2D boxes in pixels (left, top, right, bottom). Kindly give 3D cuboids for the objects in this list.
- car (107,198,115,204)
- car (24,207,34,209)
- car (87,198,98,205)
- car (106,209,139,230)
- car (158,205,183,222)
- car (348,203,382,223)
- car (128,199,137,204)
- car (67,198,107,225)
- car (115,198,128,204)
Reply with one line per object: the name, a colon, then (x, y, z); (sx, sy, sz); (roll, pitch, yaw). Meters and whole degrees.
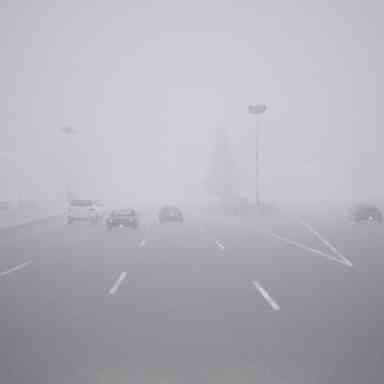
car: (-22.274, 2.471, 86.284); (2.033, 1.411, 5.357); (0, -1, -26)
car: (-23.985, 2.164, 49.310); (1.994, 1.385, 4.181); (0, -1, -14)
car: (-25.505, 2.426, 84.916); (1.837, 1.490, 4.892); (0, -1, -26)
car: (-4.659, 1.842, 22.938); (1.895, 1.301, 4.718); (0, -1, -6)
car: (-1.985, 1.851, 29.642); (1.994, 1.385, 4.181); (0, 0, -8)
car: (14.005, 1.672, 27.096); (1.837, 1.490, 4.892); (0, 0, 16)
car: (-16.330, 2.518, 90.084); (1.895, 1.301, 4.718); (0, -1, -26)
car: (-8.711, 1.530, 27.493); (2.150, 2.045, 5.566); (0, 0, -8)
car: (-19.390, 2.454, 88.373); (2.128, 1.511, 4.902); (0, -1, -26)
